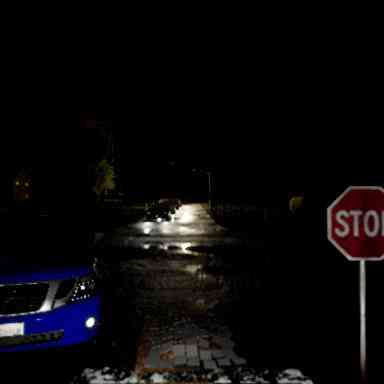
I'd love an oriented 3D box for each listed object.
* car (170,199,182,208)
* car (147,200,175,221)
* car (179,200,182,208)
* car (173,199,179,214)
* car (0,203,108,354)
[{"bbox_3d":[-2.786,1.953,58.088,1.812,1.442,4.674,0,0,0],"label":"car"},{"bbox_3d":[-2.855,1.747,29.618,1.812,1.442,4.674,0,0,1],"label":"car"},{"bbox_3d":[-2.819,1.831,47.808,1.882,1.535,5.008,0,0,0],"label":"car"},{"bbox_3d":[-2.830,1.812,38.655,1.812,1.442,4.674,0,0,0],"label":"car"},{"bbox_3d":[-3.008,1.278,6.483,2.150,2.045,5.566,2,-1,-19],"label":"car"}]
